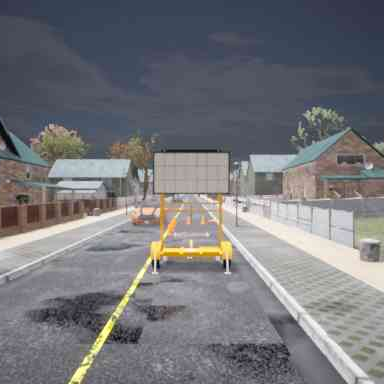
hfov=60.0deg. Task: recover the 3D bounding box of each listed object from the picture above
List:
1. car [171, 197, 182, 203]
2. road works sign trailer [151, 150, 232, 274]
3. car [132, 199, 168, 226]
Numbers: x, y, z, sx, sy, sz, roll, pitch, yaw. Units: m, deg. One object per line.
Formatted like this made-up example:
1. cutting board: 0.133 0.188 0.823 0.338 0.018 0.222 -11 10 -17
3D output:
1. car: -2.932 1.559 63.614 1.994 1.385 4.181 0 0 0
2. road works sign trailer: -0.021 0.467 10.528 2.380 3.560 2.880 0 0 0
3. car: -2.898 1.357 23.536 2.097 1.767 4.553 0 0 0
